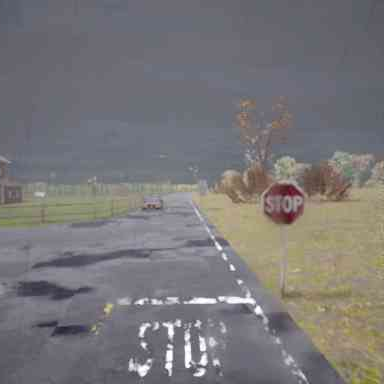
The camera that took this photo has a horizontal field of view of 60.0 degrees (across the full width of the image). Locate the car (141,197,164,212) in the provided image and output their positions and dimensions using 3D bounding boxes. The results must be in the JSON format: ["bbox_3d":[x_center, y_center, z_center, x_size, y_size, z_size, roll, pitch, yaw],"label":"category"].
[{"bbox_3d":[-3.713,1.130,32.016,1.994,1.385,4.181,0,1,-2],"label":"car"}]
